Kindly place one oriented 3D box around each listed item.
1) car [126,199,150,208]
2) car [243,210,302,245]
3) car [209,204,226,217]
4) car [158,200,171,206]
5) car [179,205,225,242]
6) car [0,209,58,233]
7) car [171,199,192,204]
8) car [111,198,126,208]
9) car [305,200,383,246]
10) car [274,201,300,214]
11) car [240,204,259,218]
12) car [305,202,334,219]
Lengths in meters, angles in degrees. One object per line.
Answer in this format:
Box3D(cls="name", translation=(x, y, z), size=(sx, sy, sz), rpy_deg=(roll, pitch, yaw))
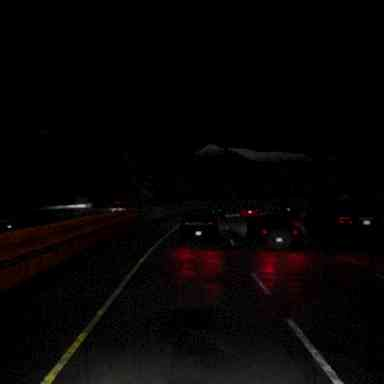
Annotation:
Box3D(cls="car", translation=(-9.282, 2.091, 59.770), size=(2.128, 1.511, 4.902), rpy_deg=(0, -1, 19))
Box3D(cls="car", translation=(3.851, 1.767, 16.429), size=(1.895, 1.301, 4.718), rpy_deg=(0, -1, 3))
Box3D(cls="car", translation=(2.326, 1.902, 33.681), size=(1.994, 1.385, 4.181), rpy_deg=(0, -1, 10))
Box3D(cls="car", translation=(-4.818, 2.185, 61.983), size=(1.994, 1.385, 4.181), rpy_deg=(0, -1, 20))
Box3D(cls="car", translation=(0.419, 1.666, 17.318), size=(2.128, 1.511, 4.902), rpy_deg=(0, -1, 3))
Box3D(cls="car", translation=(-10.137, 1.751, 20.185), size=(2.033, 1.411, 5.357), rpy_deg=(0, -1, 4))
Box3D(cls="car", translation=(-1.543, 2.087, 60.748), size=(1.882, 1.535, 5.008), rpy_deg=(0, 0, 20))
Box3D(cls="car", translation=(-12.744, 1.958, 60.447), size=(2.097, 1.767, 4.553), rpy_deg=(0, -1, 18))
Box3D(cls="car", translation=(7.349, 1.387, 16.443), size=(2.150, 2.045, 5.566), rpy_deg=(0, -1, 2))
Box3D(cls="car", translation=(9.255, 1.681, 32.722), size=(2.097, 1.767, 4.553), rpy_deg=(0, -1, 10))
Box3D(cls="car", translation=(5.847, 1.901, 33.547), size=(1.994, 1.385, 4.181), rpy_deg=(0, -1, 10))
Box3D(cls="car", translation=(13.126, 1.824, 34.532), size=(1.882, 1.535, 5.008), rpy_deg=(0, -1, 11))
